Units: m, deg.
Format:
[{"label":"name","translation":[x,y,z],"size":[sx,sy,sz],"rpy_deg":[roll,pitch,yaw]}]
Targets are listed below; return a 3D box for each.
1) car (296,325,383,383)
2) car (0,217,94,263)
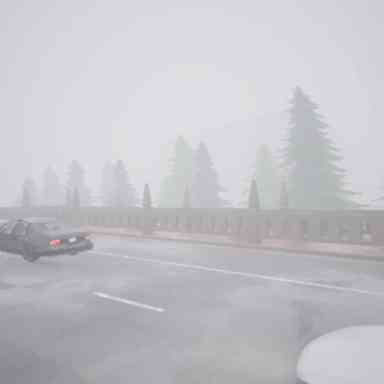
[{"label":"car","translation":[2.965,1.510,1.878],"size":[4.674,1.442,1.812],"rpy_deg":[-1,-1,36]},{"label":"car","translation":[-6.033,1.682,12.608],"size":[5.357,1.411,2.033],"rpy_deg":[-1,0,36]}]
